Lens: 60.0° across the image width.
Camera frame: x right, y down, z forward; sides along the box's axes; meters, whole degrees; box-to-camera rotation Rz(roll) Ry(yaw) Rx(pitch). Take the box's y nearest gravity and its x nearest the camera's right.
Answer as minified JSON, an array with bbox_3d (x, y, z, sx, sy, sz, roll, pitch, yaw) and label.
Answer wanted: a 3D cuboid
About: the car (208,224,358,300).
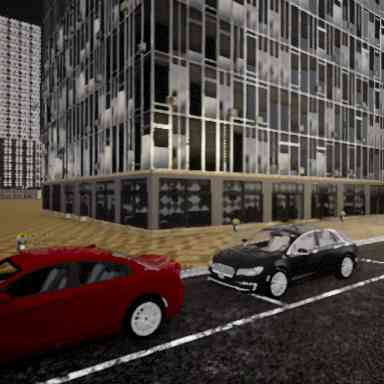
[{"bbox_3d":[2.402,1.519,8.263,4.403,1.369,2.008,0,1,-35],"label":"car"}]

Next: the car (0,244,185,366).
[{"bbox_3d":[-2.220,1.540,4.966,4.507,1.381,1.887,0,1,-35],"label":"car"}]
